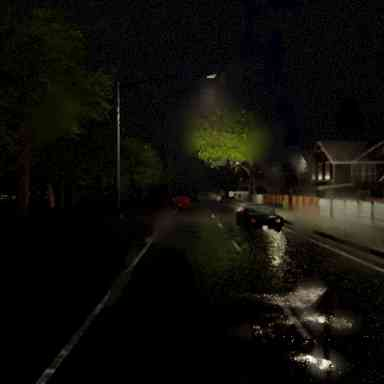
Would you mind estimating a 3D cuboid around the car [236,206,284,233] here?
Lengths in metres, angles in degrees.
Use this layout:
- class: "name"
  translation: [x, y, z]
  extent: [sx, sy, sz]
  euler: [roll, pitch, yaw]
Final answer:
- class: "car"
  translation: [3.600, 1.433, 18.579]
  extent: [1.895, 1.301, 4.718]
  euler: [0, 0, 0]

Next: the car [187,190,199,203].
- class: "car"
  translation: [-0.001, 0.793, 56.099]
  extent: [2.150, 2.045, 5.566]
  euler: [0, 0, 0]

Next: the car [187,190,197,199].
- class: "car"
  translation: [-0.003, 0.513, 79.462]
  extent: [2.150, 2.045, 5.566]
  euler: [0, 1, 0]

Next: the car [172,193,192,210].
- class: "car"
  translation: [-1.226, 1.164, 37.463]
  extent: [1.882, 1.535, 5.008]
  euler: [0, 0, 0]
